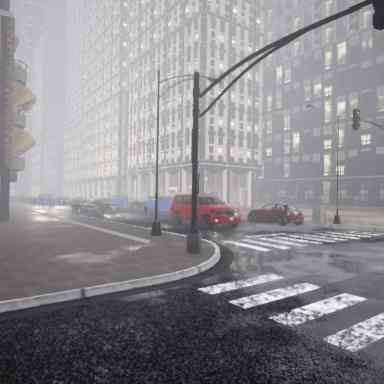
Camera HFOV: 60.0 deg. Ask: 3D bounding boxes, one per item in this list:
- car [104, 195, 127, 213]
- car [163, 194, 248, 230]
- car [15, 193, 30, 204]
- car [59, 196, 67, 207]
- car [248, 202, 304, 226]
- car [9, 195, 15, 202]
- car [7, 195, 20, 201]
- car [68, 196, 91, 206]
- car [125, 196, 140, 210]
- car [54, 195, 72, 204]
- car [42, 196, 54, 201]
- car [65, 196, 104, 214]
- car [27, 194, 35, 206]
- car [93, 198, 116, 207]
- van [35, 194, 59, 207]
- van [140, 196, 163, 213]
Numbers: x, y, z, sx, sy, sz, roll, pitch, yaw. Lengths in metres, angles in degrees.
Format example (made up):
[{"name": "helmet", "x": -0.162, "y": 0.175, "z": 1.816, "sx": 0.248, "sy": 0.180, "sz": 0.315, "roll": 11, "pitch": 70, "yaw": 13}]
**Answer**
[{"name": "car", "x": -9.164, "y": 1.418, "z": 35.228, "sx": 2.128, "sy": 1.511, "sz": 4.902, "roll": 1, "pitch": -1, "yaw": -35}, {"name": "car", "x": 0.684, "y": 1.170, "z": 21.233, "sx": 2.150, "sy": 2.045, "sz": 5.566, "roll": 1, "pitch": -1, "yaw": -35}, {"name": "car", "x": -30.246, "y": 1.155, "z": 60.671, "sx": 2.192, "sy": 1.841, "sz": 5.009, "roll": 1, "pitch": -1, "yaw": -35}, {"name": "car", "x": -19.248, "y": 1.454, "z": 49.709, "sx": 2.033, "sy": 1.411, "sz": 5.357, "roll": 1, "pitch": -1, "yaw": -35}, {"name": "car", "x": 5.869, "y": 1.505, "z": 23.923, "sx": 1.967, "sy": 1.590, "sz": 4.097, "roll": 1, "pitch": -1, "yaw": -35}, {"name": "car", "x": -36.753, "y": 1.396, "z": 69.906, "sx": 1.947, "sy": 1.339, "sz": 4.313, "roll": 1, "pitch": -1, "yaw": -35}, {"name": "car", "x": -40.004, "y": 1.377, "z": 74.525, "sx": 2.008, "sy": 1.369, "sz": 4.403, "roll": 1, "pitch": -1, "yaw": -35}, {"name": "car", "x": -18.197, "y": 1.457, "z": 53.605, "sx": 2.128, "sy": 1.511, "sz": 4.902, "roll": 1, "pitch": -1, "yaw": -35}, {"name": "car", "x": -7.140, "y": 1.584, "z": 42.397, "sx": 2.008, "sy": 1.369, "sz": 4.403, "roll": 1, "pitch": -1, "yaw": -35}, {"name": "car", "x": -23.978, "y": 1.433, "z": 61.817, "sx": 1.882, "sy": 1.535, "sz": 5.008, "roll": 1, "pitch": -1, "yaw": -35}, {"name": "car", "x": -36.405, "y": 1.570, "z": 83.966, "sx": 1.802, "sy": 1.307, "sz": 4.206, "roll": 1, "pitch": -1, "yaw": -35}, {"name": "car", "x": -10.740, "y": 1.427, "z": 32.955, "sx": 2.008, "sy": 1.369, "sz": 4.403, "roll": 1, "pitch": -1, "yaw": -35}, {"name": "car", "x": -23.747, "y": 1.432, "z": 51.430, "sx": 1.802, "sy": 1.307, "sz": 4.206, "roll": 1, "pitch": -1, "yaw": -35}, {"name": "car", "x": -13.644, "y": 1.586, "z": 51.635, "sx": 1.947, "sy": 1.339, "sz": 4.313, "roll": 1, "pitch": -1, "yaw": -35}, {"name": "van", "x": -20.491, "y": 1.197, "z": 46.814, "sx": 1.690, "sy": 1.788, "sz": 3.998, "roll": 1, "pitch": -1, "yaw": -35}, {"name": "van", "x": -3.885, "y": 1.382, "z": 37.781, "sx": 1.690, "sy": 1.788, "sz": 3.998, "roll": 1, "pitch": -1, "yaw": -35}]
